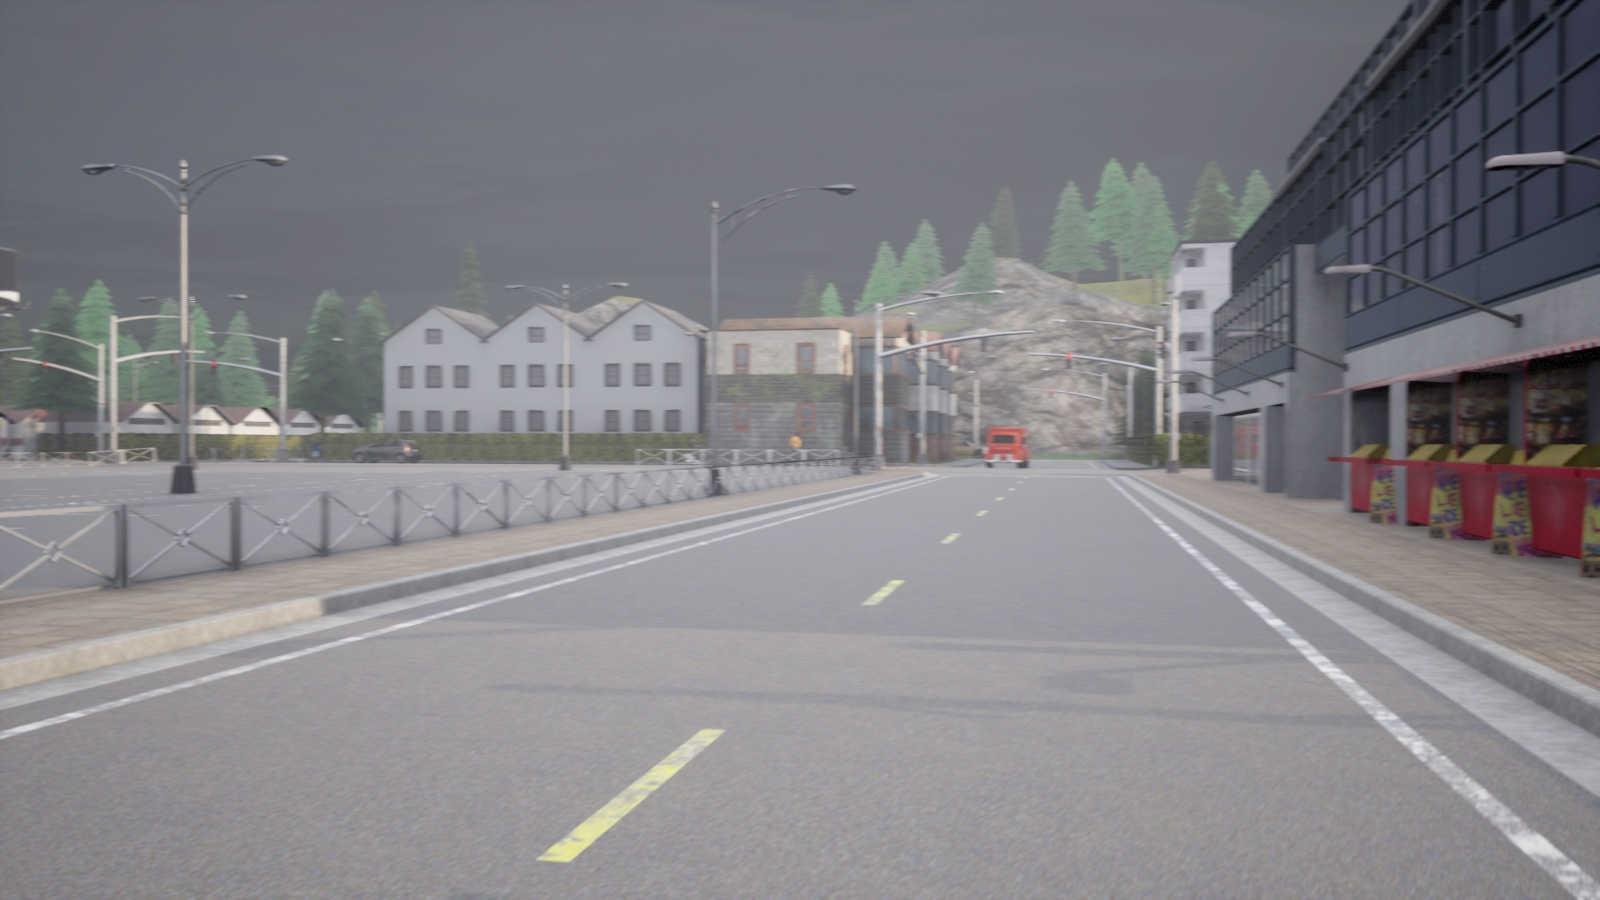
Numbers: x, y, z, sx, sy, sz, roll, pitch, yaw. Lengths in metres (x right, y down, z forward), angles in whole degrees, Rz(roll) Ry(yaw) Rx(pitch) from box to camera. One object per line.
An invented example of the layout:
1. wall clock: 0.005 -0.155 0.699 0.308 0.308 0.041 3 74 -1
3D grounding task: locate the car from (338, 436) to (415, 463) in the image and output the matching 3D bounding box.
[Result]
1. car: -25.364 -0.029 75.233 3.988 1.617 1.851 0 0 12

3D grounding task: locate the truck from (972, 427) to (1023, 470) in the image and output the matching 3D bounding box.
1. truck: 11.891 -0.101 75.407 2.627 2.467 5.204 0 0 13

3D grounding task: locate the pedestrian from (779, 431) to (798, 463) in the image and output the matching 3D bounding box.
1. pedestrian: -0.702 -0.173 74.108 0.900 1.855 0.874 0 0 17
